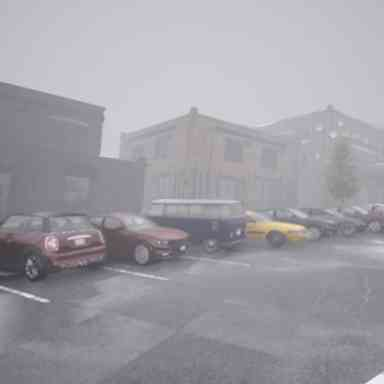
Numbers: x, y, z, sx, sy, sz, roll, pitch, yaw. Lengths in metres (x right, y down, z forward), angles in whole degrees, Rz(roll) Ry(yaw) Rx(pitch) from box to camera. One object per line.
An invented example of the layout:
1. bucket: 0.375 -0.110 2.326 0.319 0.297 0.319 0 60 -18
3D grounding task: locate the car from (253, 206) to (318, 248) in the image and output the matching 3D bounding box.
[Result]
1. car: 2.544 1.506 15.060 5.366 1.575 1.946 -1 -1 34

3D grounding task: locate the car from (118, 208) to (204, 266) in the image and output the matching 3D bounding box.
1. car: -2.352 1.490 11.687 5.008 1.535 2.097 -1 -1 34

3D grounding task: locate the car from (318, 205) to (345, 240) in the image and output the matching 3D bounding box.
1. car: 4.752 1.522 16.907 5.008 1.535 2.097 -1 -1 34

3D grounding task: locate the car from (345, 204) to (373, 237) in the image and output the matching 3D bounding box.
1. car: 7.150 1.562 18.617 4.792 1.488 2.163 -1 -1 34

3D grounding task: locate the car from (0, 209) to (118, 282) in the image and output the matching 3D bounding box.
1. car: -4.700 1.353 9.911 4.553 1.767 2.185 -1 -1 34

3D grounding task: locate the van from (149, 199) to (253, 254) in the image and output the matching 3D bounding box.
1. van: -0.077 1.276 13.493 4.442 1.987 1.878 -1 -1 34

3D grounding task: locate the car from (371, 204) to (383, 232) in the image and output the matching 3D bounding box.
1. car: 9.492 1.544 20.374 5.008 1.535 2.097 -1 -1 34
